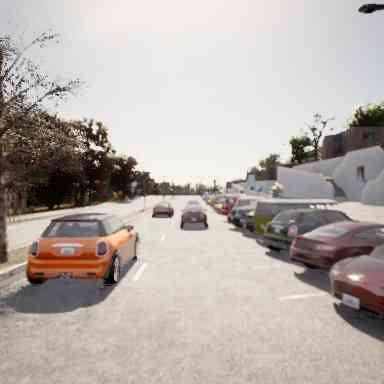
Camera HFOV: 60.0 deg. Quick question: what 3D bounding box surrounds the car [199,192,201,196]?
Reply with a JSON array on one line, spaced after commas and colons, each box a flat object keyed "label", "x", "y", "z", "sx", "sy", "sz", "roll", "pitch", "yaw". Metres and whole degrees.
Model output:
[{"label": "car", "x": 5.220, "y": 1.088, "z": 78.335, "sx": 5.566, "sy": 2.045, "sz": 2.435, "roll": 1, "pitch": 0, "yaw": -20}]

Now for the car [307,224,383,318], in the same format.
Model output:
[{"label": "car", "x": 5.056, "y": 1.550, "z": 6.684, "sx": 4.792, "sy": 1.488, "sz": 2.163, "roll": 1, "pitch": 0, "yaw": -20}]

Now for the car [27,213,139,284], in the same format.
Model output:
[{"label": "car", "x": -2.884, "y": 1.398, "z": 9.840, "sx": 2.097, "sy": 1.767, "sz": 4.553, "roll": 0, "pitch": 0, "yaw": 0}]

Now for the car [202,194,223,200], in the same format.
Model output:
[{"label": "car", "x": 5.194, "y": 1.312, "z": 84.287, "sx": 4.892, "sy": 1.521, "sz": 2.231, "roll": 1, "pitch": 0, "yaw": -20}]

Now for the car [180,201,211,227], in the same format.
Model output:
[{"label": "car", "x": 0.137, "y": 1.637, "z": 23.898, "sx": 1.812, "sy": 1.442, "sz": 4.674, "roll": 0, "pitch": 0, "yaw": 0}]

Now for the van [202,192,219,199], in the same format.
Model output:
[{"label": "van", "x": 5.108, "y": 1.052, "z": 93.190, "sx": 4.442, "sy": 1.987, "sz": 1.878, "roll": 1, "pitch": 0, "yaw": -20}]

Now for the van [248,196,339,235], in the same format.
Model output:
[{"label": "van", "x": 5.207, "y": 1.338, "z": 15.711, "sx": 4.442, "sy": 1.987, "sz": 1.878, "roll": 1, "pitch": -1, "yaw": -20}]

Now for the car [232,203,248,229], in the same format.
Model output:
[{"label": "car", "x": 5.094, "y": 1.577, "z": 18.649, "sx": 4.892, "sy": 1.521, "sz": 2.231, "roll": 1, "pitch": -1, "yaw": -20}]

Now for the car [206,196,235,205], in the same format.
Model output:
[{"label": "car", "x": 5.190, "y": 1.511, "z": 60.443, "sx": 4.792, "sy": 1.488, "sz": 2.163, "roll": 1, "pitch": 0, "yaw": -20}]

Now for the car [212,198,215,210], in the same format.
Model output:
[{"label": "car", "x": 5.100, "y": 1.662, "z": 36.543, "sx": 4.792, "sy": 1.488, "sz": 2.163, "roll": 1, "pitch": 0, "yaw": -20}]

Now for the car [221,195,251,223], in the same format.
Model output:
[{"label": "car", "x": 5.083, "y": 1.338, "z": 21.619, "sx": 5.566, "sy": 2.045, "sz": 2.435, "roll": 1, "pitch": 0, "yaw": -20}]

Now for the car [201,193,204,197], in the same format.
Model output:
[{"label": "car", "x": 4.995, "y": 1.446, "z": 63.347, "sx": 5.366, "sy": 1.575, "sz": 1.946, "roll": 1, "pitch": 1, "yaw": -20}]

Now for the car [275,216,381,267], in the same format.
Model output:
[{"label": "car", "x": 5.082, "y": 1.575, "z": 9.702, "sx": 4.674, "sy": 1.452, "sz": 2.002, "roll": 1, "pitch": -1, "yaw": -20}]

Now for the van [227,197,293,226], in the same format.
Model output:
[{"label": "van", "x": 5.004, "y": 1.376, "z": 24.572, "sx": 4.442, "sy": 1.987, "sz": 1.878, "roll": 1, "pitch": 0, "yaw": -20}]

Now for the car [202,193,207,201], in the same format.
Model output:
[{"label": "car", "x": 4.985, "y": 1.507, "z": 57.381, "sx": 5.366, "sy": 1.575, "sz": 1.946, "roll": 1, "pitch": 1, "yaw": -20}]

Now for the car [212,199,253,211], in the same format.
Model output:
[{"label": "car", "x": 5.163, "y": 1.652, "z": 42.539, "sx": 4.792, "sy": 1.488, "sz": 2.163, "roll": 1, "pitch": 0, "yaw": -20}]

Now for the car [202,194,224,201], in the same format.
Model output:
[{"label": "car", "x": 5.201, "y": 1.324, "z": 81.301, "sx": 5.008, "sy": 1.535, "sz": 2.097, "roll": 1, "pitch": 1, "yaw": -20}]

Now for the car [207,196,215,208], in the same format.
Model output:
[{"label": "car", "x": 4.960, "y": 1.623, "z": 39.470, "sx": 5.366, "sy": 1.575, "sz": 1.946, "roll": 1, "pitch": 0, "yaw": -20}]

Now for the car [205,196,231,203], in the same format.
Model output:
[{"label": "car", "x": 5.168, "y": 1.464, "z": 66.396, "sx": 4.674, "sy": 1.452, "sz": 2.002, "roll": 1, "pitch": 0, "yaw": -20}]

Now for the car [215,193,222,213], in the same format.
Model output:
[{"label": "car", "x": 5.143, "y": 1.366, "z": 27.615, "sx": 5.566, "sy": 2.045, "sz": 2.435, "roll": 1, "pitch": 0, "yaw": -20}]

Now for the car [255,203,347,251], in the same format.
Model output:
[{"label": "car", "x": 5.063, "y": 1.422, "z": 12.675, "sx": 4.553, "sy": 1.767, "sz": 2.185, "roll": 1, "pitch": -1, "yaw": -20}]

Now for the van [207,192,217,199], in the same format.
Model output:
[{"label": "van", "x": 5.040, "y": 1.364, "z": 48.443, "sx": 4.442, "sy": 1.987, "sz": 1.878, "roll": 1, "pitch": 1, "yaw": -20}]

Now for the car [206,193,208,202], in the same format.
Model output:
[{"label": "car", "x": 5.122, "y": 1.441, "z": 51.470, "sx": 4.553, "sy": 1.767, "sz": 2.185, "roll": 1, "pitch": 0, "yaw": -20}]

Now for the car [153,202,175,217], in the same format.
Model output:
[{"label": "car", "x": -2.847, "y": 1.707, "z": 33.817, "sx": 1.994, "sy": 1.385, "sz": 4.181, "roll": 0, "pitch": 0, "yaw": 0}]

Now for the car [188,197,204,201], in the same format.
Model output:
[{"label": "car", "x": 0.164, "y": 1.661, "z": 41.156, "sx": 1.812, "sy": 1.442, "sz": 4.674, "roll": 0, "pitch": 0, "yaw": 0}]
